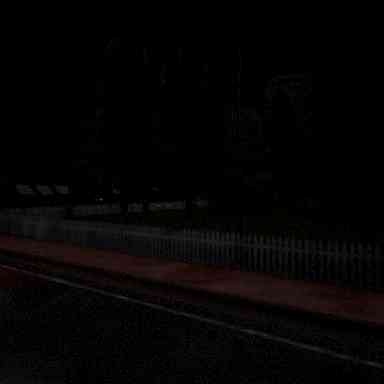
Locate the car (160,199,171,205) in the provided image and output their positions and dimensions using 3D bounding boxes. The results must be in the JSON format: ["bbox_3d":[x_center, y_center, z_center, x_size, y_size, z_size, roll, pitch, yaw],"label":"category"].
[{"bbox_3d":[-3.769,1.510,59.872,1.837,1.490,4.892,0,0,35],"label":"car"}]
